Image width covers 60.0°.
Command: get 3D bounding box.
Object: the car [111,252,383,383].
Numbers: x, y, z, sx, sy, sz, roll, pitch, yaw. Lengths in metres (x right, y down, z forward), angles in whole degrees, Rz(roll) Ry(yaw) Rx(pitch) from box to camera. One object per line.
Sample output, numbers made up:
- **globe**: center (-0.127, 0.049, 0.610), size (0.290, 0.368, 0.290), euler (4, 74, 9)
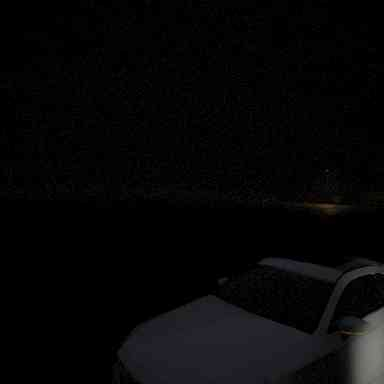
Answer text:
- **car**: center (1.388, 1.545, 4.054), size (4.674, 1.442, 1.812), euler (0, 0, -35)
